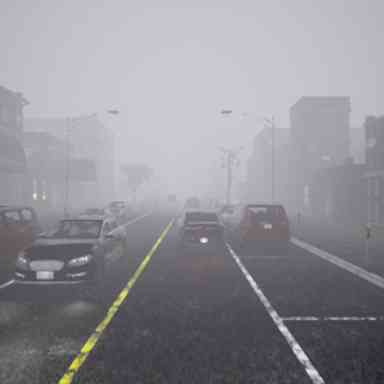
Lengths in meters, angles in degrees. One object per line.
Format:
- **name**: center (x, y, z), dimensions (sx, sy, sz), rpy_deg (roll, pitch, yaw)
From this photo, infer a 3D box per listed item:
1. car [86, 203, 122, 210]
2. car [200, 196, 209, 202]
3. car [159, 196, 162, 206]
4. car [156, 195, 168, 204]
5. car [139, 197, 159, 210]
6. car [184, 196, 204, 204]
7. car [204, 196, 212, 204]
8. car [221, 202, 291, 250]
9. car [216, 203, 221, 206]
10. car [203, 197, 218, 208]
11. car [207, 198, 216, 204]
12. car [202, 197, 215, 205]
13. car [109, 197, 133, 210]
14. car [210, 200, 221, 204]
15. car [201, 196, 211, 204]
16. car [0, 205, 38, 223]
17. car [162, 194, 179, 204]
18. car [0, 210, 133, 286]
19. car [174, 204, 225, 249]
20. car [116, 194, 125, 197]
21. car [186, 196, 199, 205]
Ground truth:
- **car**: center (-5.690, 1.579, 19.713), dimensions (1.802, 1.307, 4.206), rpy_deg (1, 0, 0)
- **car**: center (2.801, 1.552, 75.480), dimensions (1.887, 1.381, 4.507), rpy_deg (0, 0, 0)
- **car**: center (-5.824, 1.550, 54.556), dimensions (2.008, 1.369, 4.403), rpy_deg (1, 0, 0)
- **car**: center (-5.834, 1.443, 65.375), dimensions (1.967, 1.590, 4.097), rpy_deg (0, 0, 0)
- **car**: center (-5.767, 1.522, 43.321), dimensions (1.752, 1.417, 4.829), rpy_deg (1, 0, 0)
- **car**: center (0.079, 1.348, 42.502), dimensions (2.097, 1.767, 4.553), rpy_deg (0, 0, 0)
- **car**: center (2.744, 1.522, 41.711), dimensions (1.752, 1.417, 4.829), rpy_deg (0, 0, 0)
- **car**: center (2.695, 1.312, 14.182), dimensions (2.192, 1.841, 5.009), rpy_deg (0, 0, 0)
- **car**: center (2.691, 1.563, 19.714), dimensions (1.947, 1.339, 4.313), rpy_deg (0, 0, 0)
- **car**: center (2.781, 1.549, 49.932), dimensions (2.008, 1.369, 4.403), rpy_deg (0, 0, 0)
- **car**: center (2.694, 1.541, 30.474), dimensions (1.887, 1.381, 4.507), rpy_deg (0, 0, 0)
- **car**: center (2.807, 1.566, 57.477), dimensions (1.947, 1.339, 4.313), rpy_deg (0, 0, 0)
- **car**: center (-5.690, 1.437, 25.246), dimensions (1.967, 1.590, 4.097), rpy_deg (1, 0, 0)
- **car**: center (2.689, 1.563, 25.248), dimensions (1.947, 1.339, 4.313), rpy_deg (0, 0, 0)
- **car**: center (2.805, 1.585, 66.478), dimensions (1.802, 1.307, 4.206), rpy_deg (0, 0, 0)
- **car**: center (-5.684, 1.313, 8.647), dimensions (2.192, 1.841, 5.009), rpy_deg (1, 0, 0)
- **car**: center (-3.017, 1.071, 50.963), dimensions (2.097, 1.767, 4.553), rpy_deg (0, 0, 0)
- **car**: center (-3.106, 1.489, 9.476), dimensions (2.128, 1.511, 4.902), rpy_deg (0, 0, 0)
- **car**: center (0.288, 1.503, 14.585), dimensions (1.837, 1.490, 4.892), rpy_deg (0, 0, -4)
- **car**: center (-20.026, 1.176, 88.809), dimensions (4.507, 1.381, 1.887), rpy_deg (1, -2, -1)
- **car**: center (0.080, 1.493, 60.827), dimensions (2.128, 1.511, 4.902), rpy_deg (0, 0, 0)
